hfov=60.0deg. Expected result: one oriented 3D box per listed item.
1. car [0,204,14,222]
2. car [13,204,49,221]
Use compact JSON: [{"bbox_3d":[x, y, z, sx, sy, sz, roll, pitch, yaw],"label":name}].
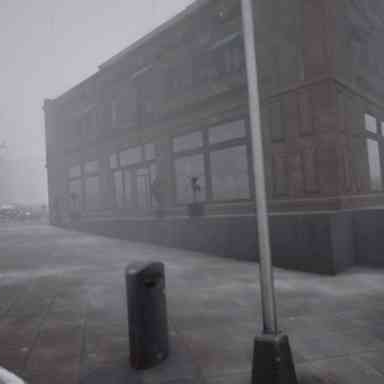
[{"bbox_3d":[-16.682,1.865,31.630,1.882,1.535,5.008,-3,1,1],"label":"car"},{"bbox_3d":[-13.512,1.757,29.735,1.994,1.385,4.181,-4,0,3],"label":"car"}]
